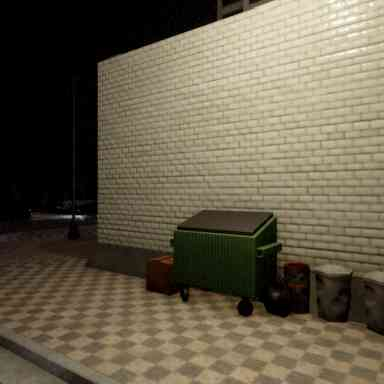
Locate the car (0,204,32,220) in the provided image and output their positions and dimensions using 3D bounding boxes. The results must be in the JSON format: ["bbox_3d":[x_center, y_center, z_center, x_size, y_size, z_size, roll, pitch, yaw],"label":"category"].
[{"bbox_3d":[-15.073,1.619,26.450,1.994,1.385,4.181,0,0,33],"label":"car"}]

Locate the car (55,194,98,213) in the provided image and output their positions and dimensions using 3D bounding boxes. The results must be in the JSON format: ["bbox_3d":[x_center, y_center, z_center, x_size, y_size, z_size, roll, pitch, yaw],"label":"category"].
[{"bbox_3d":[-12.146,1.275,36.610,2.150,2.045,5.566,0,0,36],"label":"car"}]

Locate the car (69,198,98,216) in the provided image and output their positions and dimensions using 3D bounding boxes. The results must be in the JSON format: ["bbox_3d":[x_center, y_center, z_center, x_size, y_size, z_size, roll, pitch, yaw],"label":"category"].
[{"bbox_3d":[-9.824,1.619,33.825,1.994,1.385,4.181,0,0,36],"label":"car"}]
